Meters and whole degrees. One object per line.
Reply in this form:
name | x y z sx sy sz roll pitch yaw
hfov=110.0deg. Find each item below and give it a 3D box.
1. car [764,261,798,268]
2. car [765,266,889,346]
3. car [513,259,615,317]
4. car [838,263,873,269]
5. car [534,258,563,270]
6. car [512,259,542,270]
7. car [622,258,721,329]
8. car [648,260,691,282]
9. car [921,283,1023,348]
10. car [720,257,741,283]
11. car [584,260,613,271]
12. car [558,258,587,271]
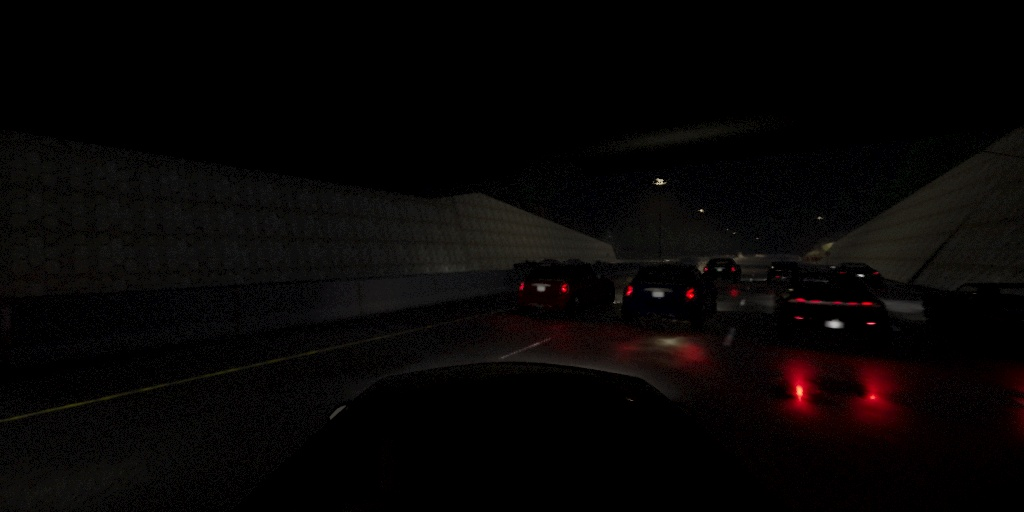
car | 18.110 1.069 23.926 1.837 1.490 4.892 0 0 35
car | 7.942 1.168 9.293 2.128 1.511 4.902 0 0 35
car | 2.138 1.046 13.208 2.097 1.767 4.553 0 0 35
car | 21.368 1.116 22.481 1.994 1.385 4.181 0 0 35
car | 4.922 1.072 48.065 1.812 1.442 4.674 0 0 35
car | 2.120 1.156 50.163 1.895 1.301 4.718 0 0 35
car | 5.141 1.036 11.396 2.097 1.767 4.553 0 0 35
car | 12.319 1.072 27.861 2.128 1.511 4.902 0 0 35
car | 11.453 1.263 8.211 1.895 1.301 4.718 0 0 35
car | 15.045 0.926 25.649 2.097 1.767 4.553 0 0 35
car | 10.743 1.138 44.173 1.895 1.301 4.718 0 0 35
car | 7.833 1.066 46.121 1.812 1.442 4.674 0 0 35
